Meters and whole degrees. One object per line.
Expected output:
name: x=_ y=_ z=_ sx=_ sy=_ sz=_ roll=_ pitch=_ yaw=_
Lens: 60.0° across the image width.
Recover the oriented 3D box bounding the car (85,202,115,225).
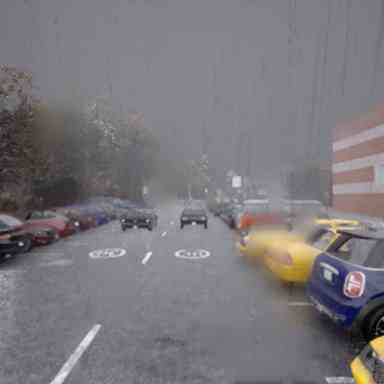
car: x=-8.120 y=1.669 z=22.456 sx=5.008 sy=1.535 sz=2.097 roll=0 pitch=-1 yaw=0

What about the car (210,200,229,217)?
car: x=4.460 y=1.739 z=30.995 sx=5.008 sy=1.535 sz=2.097 roll=0 pitch=0 yaw=0

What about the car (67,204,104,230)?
car: x=-8.124 y=1.646 z=19.632 sx=5.008 sy=1.535 sz=2.097 roll=0 pitch=0 yaw=0

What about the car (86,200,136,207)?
car: x=-8.125 y=1.739 z=30.926 sx=4.892 sy=1.521 sz=2.231 roll=0 pitch=0 yaw=0

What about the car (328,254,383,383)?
car: x=4.234 y=1.501 z=2.739 sx=5.366 sy=1.575 sz=1.946 roll=0 pitch=0 yaw=0

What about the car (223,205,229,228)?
car: x=4.469 y=1.677 z=19.692 sx=4.792 sy=1.488 sz=2.163 roll=0 pitch=0 yaw=0

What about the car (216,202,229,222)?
car: x=4.450 y=1.734 z=25.344 sx=4.674 sy=1.452 sz=2.002 roll=0 pitch=0 yaw=0

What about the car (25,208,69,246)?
car: x=-8.140 y=1.597 z=13.860 sx=5.008 sy=1.535 sz=2.097 roll=0 pitch=0 yaw=0

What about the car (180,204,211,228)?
car: x=0.132 y=1.806 z=24.215 sx=1.895 sy=1.301 sz=4.718 roll=0 pitch=0 yaw=0

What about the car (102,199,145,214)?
car: x=-8.045 y=1.665 z=39.407 sx=4.553 sy=1.767 sz=2.185 roll=0 pitch=-1 yaw=0

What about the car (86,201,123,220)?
car: x=-8.117 y=1.694 z=25.280 sx=4.892 sy=1.521 sz=2.231 roll=0 pitch=0 yaw=0

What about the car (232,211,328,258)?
car: x=4.244 y=1.573 z=11.216 sx=5.366 sy=1.575 sz=1.946 roll=0 pitch=0 yaw=0

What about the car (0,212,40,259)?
car: x=-8.134 y=1.573 z=11.037 sx=5.008 sy=1.535 sz=2.097 roll=0 pitch=0 yaw=0

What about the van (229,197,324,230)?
van: x=4.320 y=1.397 z=16.869 sx=4.442 sy=1.987 sz=1.878 roll=0 pitch=0 yaw=0

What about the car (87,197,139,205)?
car: x=-8.087 y=1.506 z=33.628 sx=5.566 sy=2.045 sz=2.435 roll=0 pitch=0 yaw=0

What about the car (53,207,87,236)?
car: x=-8.161 y=1.652 z=16.808 sx=4.792 sy=1.488 sz=2.163 roll=0 pitch=0 yaw=0

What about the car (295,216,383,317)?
car: x=4.391 y=1.403 z=5.566 sx=4.553 sy=1.767 sz=2.185 roll=0 pitch=0 yaw=0

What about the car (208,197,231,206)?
car: x=4.490 y=1.528 z=36.649 sx=5.566 sy=2.045 sz=2.435 roll=0 pitch=0 yaw=0

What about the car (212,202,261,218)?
car: x=4.460 y=1.800 z=33.822 sx=4.674 sy=1.452 sz=2.002 roll=0 pitch=0 yaw=0

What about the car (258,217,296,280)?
car: x=4.612 y=1.549 z=8.390 sx=5.366 sy=1.575 sz=1.946 roll=0 pitch=0 yaw=0

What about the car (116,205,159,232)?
car: x=-3.323 y=1.784 z=21.706 sx=1.895 sy=1.301 sz=4.718 roll=0 pitch=0 yaw=0

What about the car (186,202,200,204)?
car: x=0.152 y=1.894 z=41.403 sx=1.994 sy=1.385 sz=4.181 roll=0 pitch=0 yaw=0
